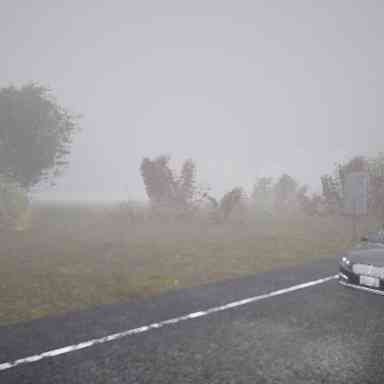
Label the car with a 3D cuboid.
[{"bbox_3d":[5.438,1.478,7.932,4.902,1.511,2.128,0,0,-36],"label":"car"}]
